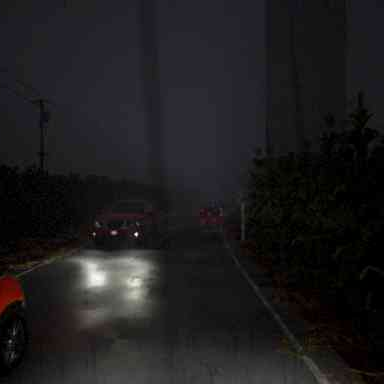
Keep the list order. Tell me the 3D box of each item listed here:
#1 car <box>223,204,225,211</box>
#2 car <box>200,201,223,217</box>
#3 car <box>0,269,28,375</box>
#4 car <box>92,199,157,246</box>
[{"bbox_3d":[3.500,1.982,45.865,2.128,1.511,4.902,0,-1,9],"label":"car"},{"bbox_3d":[2.007,1.984,35.876,1.895,1.301,4.718,0,-1,8],"label":"car"},{"bbox_3d":[-3.304,1.379,2.643,2.097,1.767,4.553,0,-1,0],"label":"car"},{"bbox_3d":[-3.139,1.401,16.731,2.150,2.045,5.566,0,-1,3],"label":"car"}]
